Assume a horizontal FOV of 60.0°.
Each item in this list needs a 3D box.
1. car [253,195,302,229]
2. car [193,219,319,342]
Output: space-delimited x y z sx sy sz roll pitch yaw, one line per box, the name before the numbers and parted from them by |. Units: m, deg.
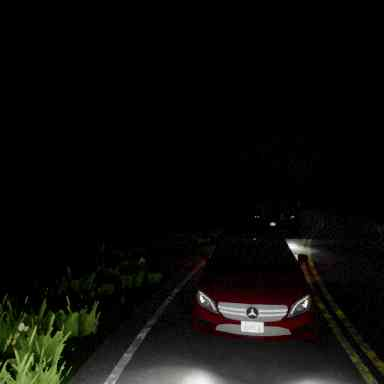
car | 4.982 1.215 18.885 2.150 2.045 5.566 -2 -1 22
car | 1.224 1.534 6.710 1.812 1.442 4.674 -1 0 11
